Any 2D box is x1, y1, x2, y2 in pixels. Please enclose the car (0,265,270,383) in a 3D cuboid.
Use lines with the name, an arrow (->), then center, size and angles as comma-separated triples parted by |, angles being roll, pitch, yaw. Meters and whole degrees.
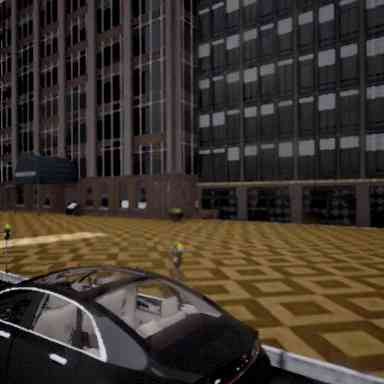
car -> -1.327, 1.554, 3.826 | 4.403, 1.369, 2.008 | 0, 0, 36
